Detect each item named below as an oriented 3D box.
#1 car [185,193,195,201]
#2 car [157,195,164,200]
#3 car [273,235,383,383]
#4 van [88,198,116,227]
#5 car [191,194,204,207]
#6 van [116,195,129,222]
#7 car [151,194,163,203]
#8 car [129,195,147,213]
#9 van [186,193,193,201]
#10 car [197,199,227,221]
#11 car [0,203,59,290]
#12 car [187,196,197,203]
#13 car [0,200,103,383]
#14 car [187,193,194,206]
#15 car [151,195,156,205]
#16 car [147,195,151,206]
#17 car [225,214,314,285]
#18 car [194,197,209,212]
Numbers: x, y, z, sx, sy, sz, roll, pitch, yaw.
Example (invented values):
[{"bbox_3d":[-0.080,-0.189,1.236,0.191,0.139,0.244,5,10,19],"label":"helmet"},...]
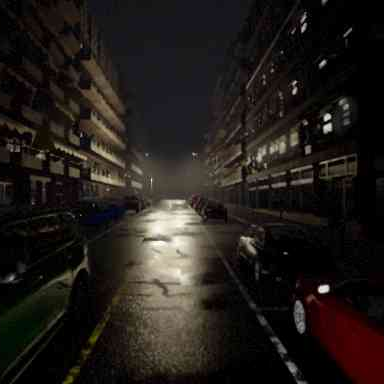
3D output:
[{"bbox_3d":[-0.432,1.237,80.974,2.192,1.841,5.009,1,0,-2],"label":"car"},{"bbox_3d":[-8.694,1.585,91.789,1.802,1.307,4.206,1,0,-2],"label":"car"},{"bbox_3d":[2.504,1.515,3.594,1.887,1.381,4.507,1,0,-2],"label":"car"},{"bbox_3d":[-5.991,1.331,19.940,1.690,1.788,3.998,1,0,-2],"label":"van"},{"bbox_3d":[1.268,1.350,36.756,1.967,1.590,4.097,1,0,-2],"label":"car"},{"bbox_3d":[-6.200,1.323,25.468,1.690,1.788,3.998,1,0,-2],"label":"van"},{"bbox_3d":[-7.859,1.281,69.680,2.192,1.841,5.009,1,0,-2],"label":"car"},{"bbox_3d":[-6.614,1.284,36.521,2.192,1.841,5.009,1,0,-2],"label":"car"},{"bbox_3d":[-0.640,1.273,86.502,1.690,1.788,3.998,1,0,-2],"label":"van"},{"bbox_3d":[1.674,1.468,25.702,1.887,1.381,4.507,1,0,-2],"label":"car"},{"bbox_3d":[-5.576,1.330,8.889,2.192,1.841,5.009,1,0,-2],"label":"car"},{"bbox_3d":[-0.021,1.489,69.919,1.802,1.307,4.206,1,0,-2],"label":"car"},{"bbox_3d":[-2.846,1.233,3.949,2.150,2.045,5.566,0,0,-2],"label":"car"},{"bbox_3d":[0.813,1.217,47.809,2.192,1.841,5.009,1,0,-2],"label":"car"},{"bbox_3d":[-7.241,1.525,53.102,1.947,1.339,4.313,1,0,-2],"label":"car"},{"bbox_3d":[-6.821,1.279,42.047,2.192,1.841,5.009,1,0,-2],"label":"car"},{"bbox_3d":[2.296,1.507,9.122,2.008,1.369,4.403,1,0,-2],"label":"car"},{"bbox_3d":[1.467,1.460,31.228,1.887,1.381,4.507,1,0,-2],"label":"car"}]
